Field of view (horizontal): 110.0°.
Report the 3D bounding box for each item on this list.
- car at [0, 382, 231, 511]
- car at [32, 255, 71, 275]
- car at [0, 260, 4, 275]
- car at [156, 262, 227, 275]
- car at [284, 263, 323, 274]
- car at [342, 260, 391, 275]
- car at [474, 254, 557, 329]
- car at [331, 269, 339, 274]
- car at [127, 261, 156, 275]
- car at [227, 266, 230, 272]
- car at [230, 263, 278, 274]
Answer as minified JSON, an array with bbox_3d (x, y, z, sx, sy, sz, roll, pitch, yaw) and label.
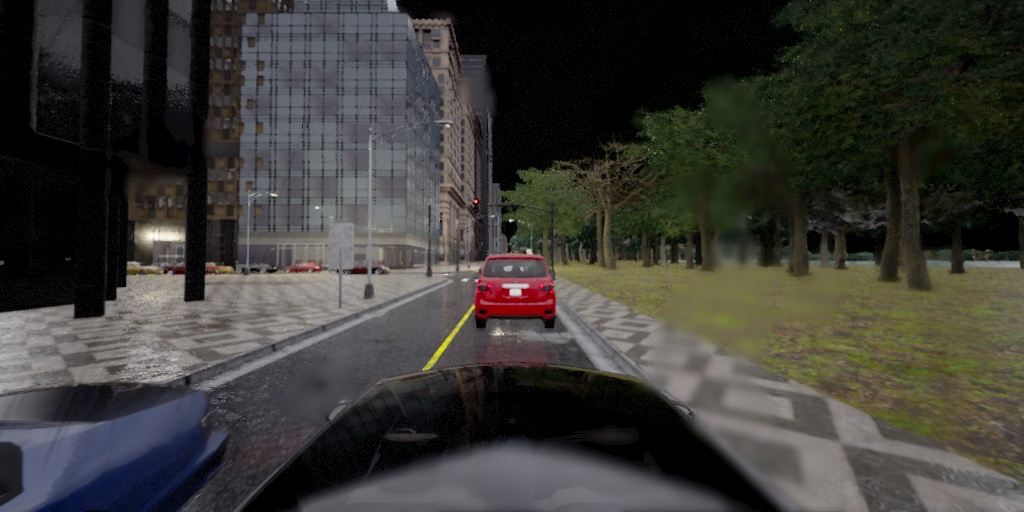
[{"bbox_3d":[-3.098,1.299,0.360,2.033,1.411,5.357,0,0,0],"label":"car"},{"bbox_3d":[-44.234,0.951,36.381,5.566,2.045,2.150,0,-1,0],"label":"car"},{"bbox_3d":[-46.441,1.100,33.641,4.097,1.591,1.967,0,0,0],"label":"car"},{"bbox_3d":[-29.977,1.195,33.667,4.507,1.381,1.888,0,0,0],"label":"car"},{"bbox_3d":[-24.499,1.442,42.198,4.207,1.307,1.802,0,0,0],"label":"car"},{"bbox_3d":[-13.547,1.080,33.692,4.097,1.591,1.967,0,0,-1],"label":"car"},{"bbox_3d":[0.091,0.961,11.308,2.150,2.045,5.566,0,0,0],"label":"car"},{"bbox_3d":[-19.012,1.422,42.206,4.313,1.339,1.948,0,0,0],"label":"car"},{"bbox_3d":[-35.295,1.179,33.658,4.829,1.417,1.751,0,0,0],"label":"car"},{"bbox_3d":[-35.643,1.392,42.180,4.829,1.417,1.751,0,0,0],"label":"car"},{"bbox_3d":[-29.986,1.429,42.189,4.313,1.339,1.948,0,0,0],"label":"car"}]
